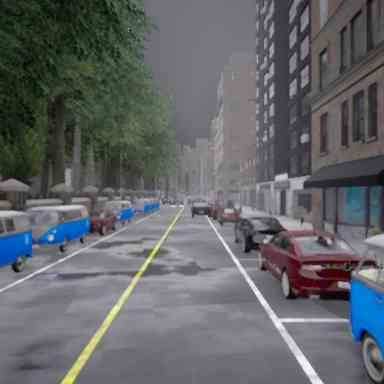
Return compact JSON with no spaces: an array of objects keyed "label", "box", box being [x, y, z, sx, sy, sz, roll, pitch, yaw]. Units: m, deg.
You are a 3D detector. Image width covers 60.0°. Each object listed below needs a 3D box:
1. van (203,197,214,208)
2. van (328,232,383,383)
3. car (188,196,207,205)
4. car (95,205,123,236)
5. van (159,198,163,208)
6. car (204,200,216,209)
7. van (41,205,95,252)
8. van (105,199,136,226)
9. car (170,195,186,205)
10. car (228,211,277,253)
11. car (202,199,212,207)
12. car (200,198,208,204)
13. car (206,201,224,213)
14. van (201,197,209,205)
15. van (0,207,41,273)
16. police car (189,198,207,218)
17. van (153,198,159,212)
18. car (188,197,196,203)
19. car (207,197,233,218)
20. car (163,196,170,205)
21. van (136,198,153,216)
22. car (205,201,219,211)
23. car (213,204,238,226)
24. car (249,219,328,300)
[{"label":"van","box":[2.876,1.840,59.422,1.690,1.788,3.998,0,0,0]},{"label":"van","box":[2.854,1.368,2.820,1.690,1.788,3.998,0,-1,0]},{"label":"car","box":[0.895,1.734,44.045,2.097,1.767,4.553,0,0,0]},{"label":"car","box":[-5.664,1.726,19.787,1.887,1.381,4.507,0,-1,0]},{"label":"van","box":[-5.653,1.754,48.077,1.690,1.788,3.998,0,0,0]},{"label":"car","box":[2.875,2.038,53.760,1.802,1.307,4.206,0,0,0]},{"label":"van","box":[-5.667,1.472,14.131,1.690,1.788,3.998,0,-1,0]},{"label":"van","box":[-5.662,1.571,25.446,1.690,1.788,3.998,0,0,0]},{"label":"car","box":[-2.975,1.802,70.965,2.150,2.045,5.566,0,0,0]},{"label":"car","box":[2.859,1.697,14.138,1.947,1.339,4.313,0,-1,0]},{"label":"car","box":[2.879,2.085,65.081,1.887,1.381,4.507,0,0,0]},{"label":"car","box":[2.886,2.223,82.062,1.947,1.339,4.313,0,0,0]},{"label":"car","box":[2.871,1.914,42.440,1.887,1.381,4.507,0,0,0]},{"label":"van","box":[2.883,1.960,76.403,1.690,1.788,3.998,0,0,0]},{"label":"van","box":[-5.669,1.420,8.474,1.690,1.788,3.998,0,-1,0]},{"label":"police car","box":[0.912,1.728,34.185,1.930,1.638,5.238,0,0,0]},{"label":"van","box":[-5.656,1.710,42.419,1.690,1.788,3.998,0,0,0]},{"label":"car","box":[0.030,2.011,84.598,1.882,1.535,5.008,0,0,0]},{"label":"car","box":[2.865,1.593,31.121,2.192,1.841,5.009,0,0,0]},{"label":"car","box":[-5.642,1.934,76.366,2.192,1.841,5.009,0,0,0]},{"label":"van","box":[-5.657,1.665,36.762,1.690,1.788,3.998,0,0,0]},{"label":"car","box":[2.873,1.995,48.100,1.802,1.307,4.206,0,0,0]},{"label":"car","box":[2.864,1.812,25.459,1.802,1.307,4.206,0,0,0]},{"label":"car","box":[2.857,1.624,8.478,1.887,1.381,4.507,0,-1,0]}]
